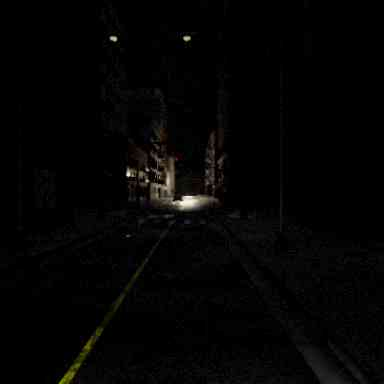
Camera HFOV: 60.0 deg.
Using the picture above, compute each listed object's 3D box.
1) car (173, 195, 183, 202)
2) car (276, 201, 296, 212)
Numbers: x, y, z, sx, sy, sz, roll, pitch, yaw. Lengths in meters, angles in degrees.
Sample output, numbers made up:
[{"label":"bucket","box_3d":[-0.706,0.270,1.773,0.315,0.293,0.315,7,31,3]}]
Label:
[{"label":"car","box_3d":[-2.961,1.296,68.940,1.882,1.535,5.008,0,0,0]},{"label":"car","box_3d":[11.681,1.620,37.548,4.206,1.307,1.802,1,0,0]}]
